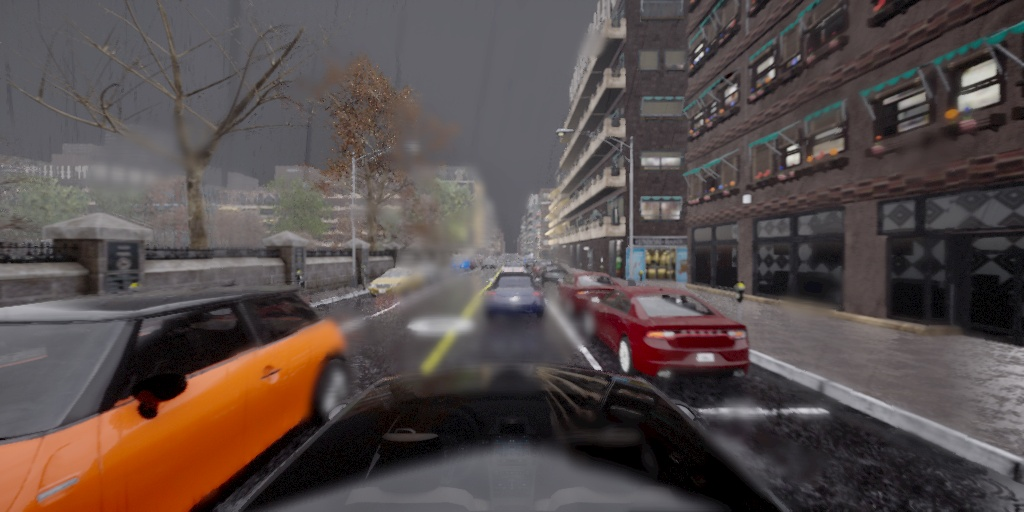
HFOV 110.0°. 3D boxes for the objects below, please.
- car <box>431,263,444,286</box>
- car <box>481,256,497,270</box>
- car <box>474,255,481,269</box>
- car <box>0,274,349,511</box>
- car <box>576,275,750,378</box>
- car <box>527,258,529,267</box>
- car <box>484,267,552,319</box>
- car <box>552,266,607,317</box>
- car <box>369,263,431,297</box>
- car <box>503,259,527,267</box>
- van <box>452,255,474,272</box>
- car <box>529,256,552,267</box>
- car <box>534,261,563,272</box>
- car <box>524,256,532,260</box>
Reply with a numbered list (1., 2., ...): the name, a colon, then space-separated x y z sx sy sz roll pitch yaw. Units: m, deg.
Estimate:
1. car: -5.667 1.174 23.831 2.007 1.370 4.403 0 0 0
2. car: -2.952 1.051 47.182 1.837 1.490 4.892 0 0 0
3. car: -5.643 0.817 45.971 2.192 1.841 5.009 0 0 0
4. car: -3.099 1.097 2.600 2.097 1.767 4.553 0 0 0
5. car: 2.696 1.263 7.217 1.888 1.381 4.507 0 0 0
6. car: 2.725 1.129 34.892 1.948 1.339 4.313 0 0 0
7. car: 0.110 1.251 12.595 1.994 1.385 4.181 0 0 0
8. car: 2.702 1.231 12.752 1.888 1.381 4.507 0 0 0
9. car: -5.673 1.180 18.125 1.751 1.417 4.829 0 0 0
10. car: 0.130 1.176 32.630 1.895 1.301 4.718 0 0 1
11. van: -5.649 0.873 40.435 1.690 1.789 3.998 0 0 0
12. car: 2.720 1.033 29.357 1.967 1.591 4.097 0 0 0
13. car: 2.714 1.190 23.823 1.948 1.339 4.313 0 0 0
14. car: 2.743 1.039 51.497 1.948 1.339 4.313 0 0 0
